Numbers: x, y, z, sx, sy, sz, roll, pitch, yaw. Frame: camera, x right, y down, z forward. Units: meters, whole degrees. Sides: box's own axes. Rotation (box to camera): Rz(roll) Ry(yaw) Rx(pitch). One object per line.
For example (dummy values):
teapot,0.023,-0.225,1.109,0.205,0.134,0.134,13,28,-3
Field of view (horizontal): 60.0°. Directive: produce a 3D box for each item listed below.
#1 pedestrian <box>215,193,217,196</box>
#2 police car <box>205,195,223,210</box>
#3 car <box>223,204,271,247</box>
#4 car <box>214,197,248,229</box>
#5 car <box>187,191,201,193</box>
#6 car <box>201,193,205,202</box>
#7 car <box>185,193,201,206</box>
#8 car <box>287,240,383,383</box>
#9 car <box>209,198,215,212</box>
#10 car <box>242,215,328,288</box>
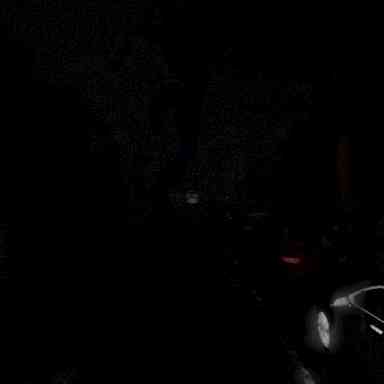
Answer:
pedestrian,2.748,1.054,38.565,0.375,1.860,0.375,-1,2,-10
police car,2.749,1.201,35.575,1.930,1.638,5.238,0,0,0
car,2.622,1.447,14.367,1.887,1.381,4.507,-1,0,0
car,2.620,1.308,19.911,1.967,1.590,4.097,-1,0,0
car,-0.003,0.861,60.960,2.150,2.045,5.566,0,0,0
car,2.619,1.175,64.276,2.008,1.369,4.403,-1,0,0
car,0.007,1.227,49.281,1.812,1.442,4.674,0,0,0
car,2.623,1.527,3.276,2.008,1.369,4.403,-1,0,0
car,2.622,1.385,25.457,2.008,1.369,4.403,-1,0,0
car,2.624,1.521,8.821,1.802,1.307,4.206,-1,0,0
